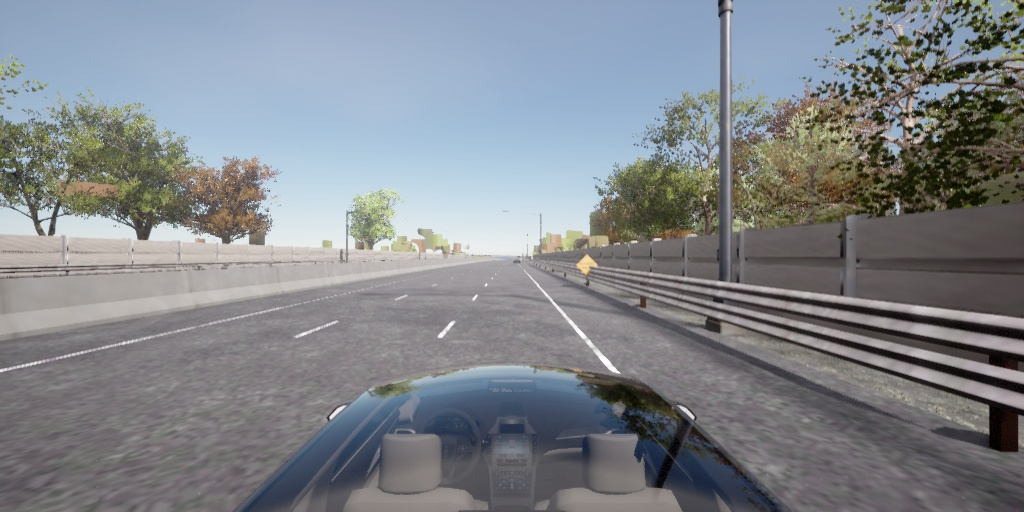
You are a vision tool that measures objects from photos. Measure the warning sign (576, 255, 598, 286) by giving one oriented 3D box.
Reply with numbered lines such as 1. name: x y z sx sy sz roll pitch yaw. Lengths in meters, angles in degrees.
1. warning sign: 4.550 0.847 21.754 1.300 1.860 1.060 0 0 0
